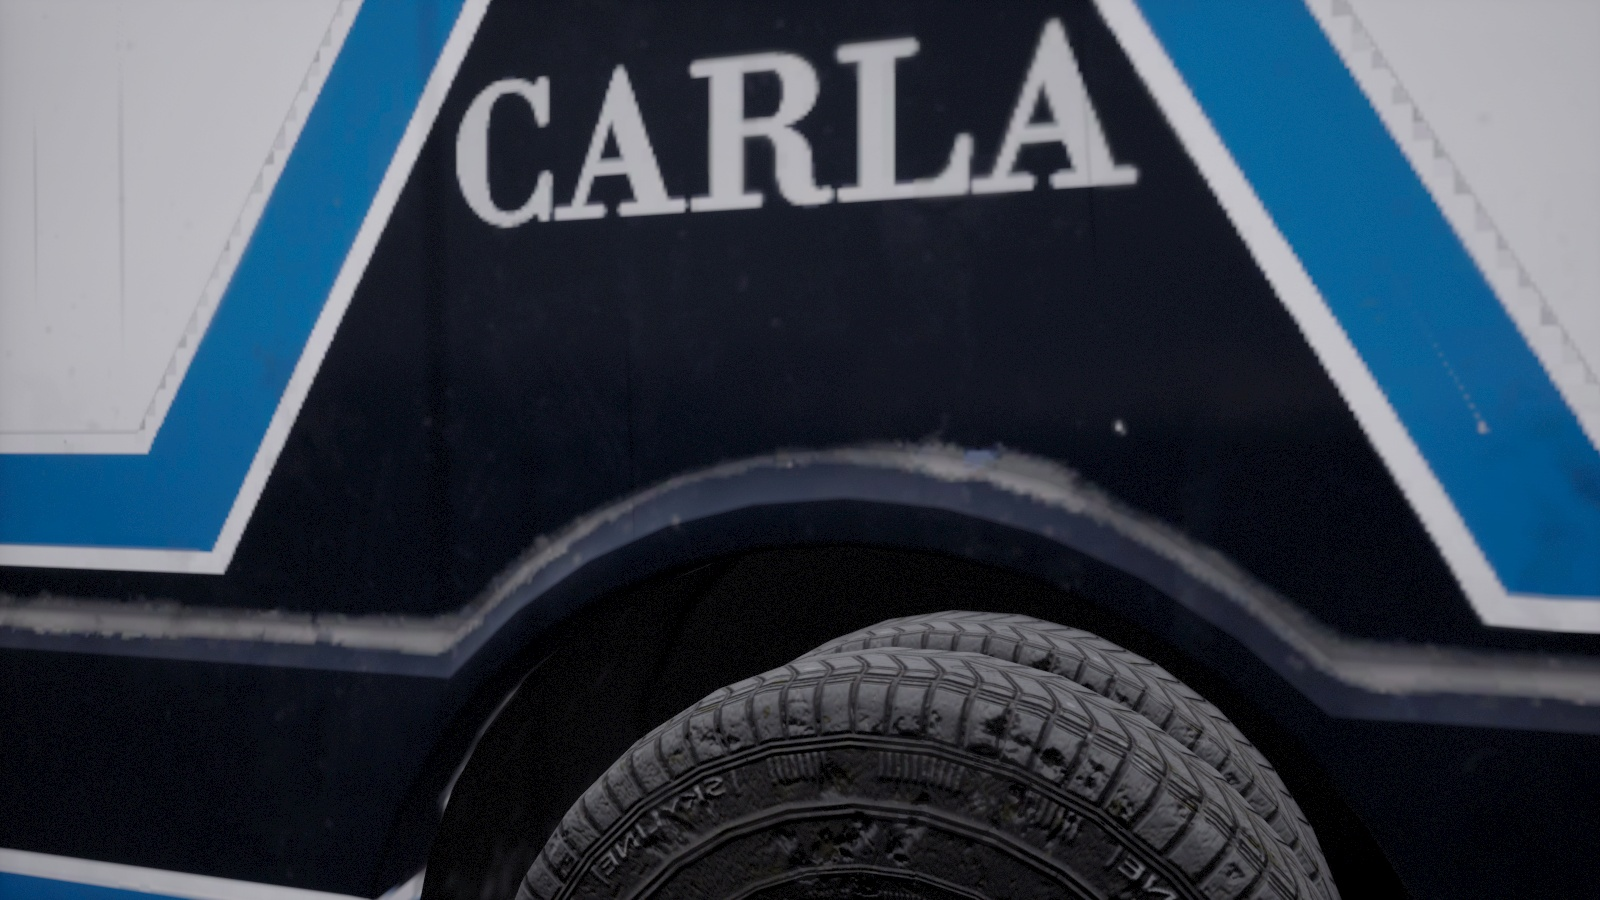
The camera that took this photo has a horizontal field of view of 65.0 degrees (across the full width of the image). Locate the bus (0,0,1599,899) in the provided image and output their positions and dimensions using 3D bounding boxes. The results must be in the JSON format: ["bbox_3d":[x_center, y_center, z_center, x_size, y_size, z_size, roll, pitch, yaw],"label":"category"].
[{"bbox_3d":[3.055,-0.573,2.145,10.273,4.253,3.944,1,1,19],"label":"bus"}]
